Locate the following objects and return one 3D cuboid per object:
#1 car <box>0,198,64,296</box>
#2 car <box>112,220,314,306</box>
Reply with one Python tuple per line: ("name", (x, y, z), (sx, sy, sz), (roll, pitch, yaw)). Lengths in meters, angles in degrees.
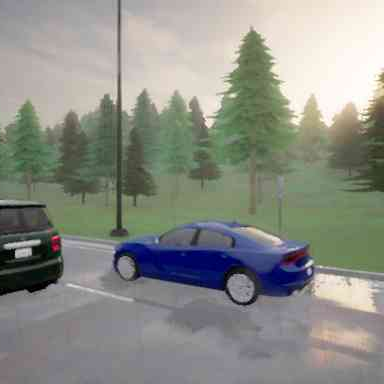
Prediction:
("car", (-5.238, 1.160, 7.386), (5.566, 2.045, 2.150), (0, 0, 33))
("car", (0.256, 1.425, 7.957), (5.008, 1.535, 1.882), (0, 0, 33))
